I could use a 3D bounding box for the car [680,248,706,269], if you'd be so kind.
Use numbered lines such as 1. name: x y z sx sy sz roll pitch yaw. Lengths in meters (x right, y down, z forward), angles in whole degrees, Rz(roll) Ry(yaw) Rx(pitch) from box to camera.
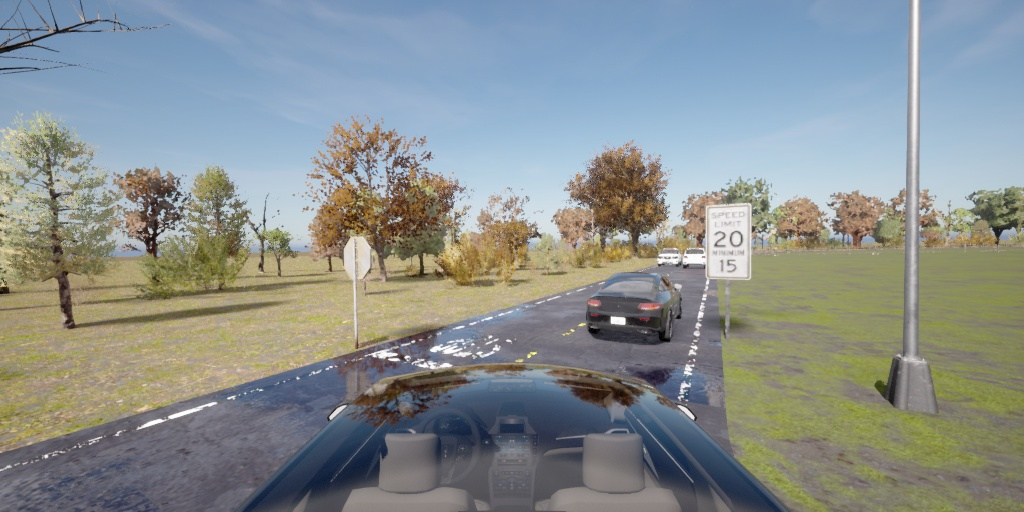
1. car: 18.948 0.210 36.927 2.150 2.045 5.566 0 1 30

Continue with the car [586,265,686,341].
1. car: 3.336 1.136 9.449 1.812 1.442 4.674 0 1 30

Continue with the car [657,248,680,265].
1. car: 18.260 0.132 41.402 2.150 2.045 5.566 0 1 30
